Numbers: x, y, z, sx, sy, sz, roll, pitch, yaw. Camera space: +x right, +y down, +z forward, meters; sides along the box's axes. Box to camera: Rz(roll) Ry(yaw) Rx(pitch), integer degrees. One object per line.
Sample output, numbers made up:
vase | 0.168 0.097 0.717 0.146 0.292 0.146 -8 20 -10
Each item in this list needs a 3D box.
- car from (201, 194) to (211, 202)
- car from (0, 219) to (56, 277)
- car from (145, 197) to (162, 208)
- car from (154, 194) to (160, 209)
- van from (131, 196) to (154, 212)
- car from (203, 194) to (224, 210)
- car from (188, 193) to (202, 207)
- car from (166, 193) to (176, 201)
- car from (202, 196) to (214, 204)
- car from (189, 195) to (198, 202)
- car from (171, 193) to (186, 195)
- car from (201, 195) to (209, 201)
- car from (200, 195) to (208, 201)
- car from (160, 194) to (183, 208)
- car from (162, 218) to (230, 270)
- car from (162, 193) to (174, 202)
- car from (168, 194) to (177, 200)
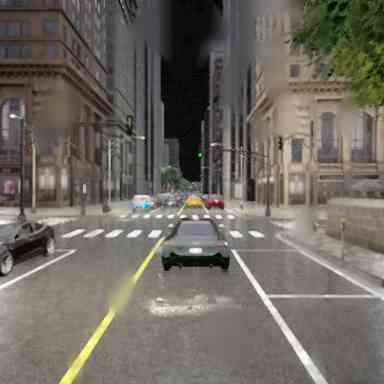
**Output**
car | 3.117 1.356 74.910 1.967 1.590 4.097 0 0 0
car | -5.714 1.544 10.200 1.947 1.339 4.313 0 0 0
car | -5.537 1.473 47.738 1.887 1.381 4.507 0 0 0
car | -5.563 1.372 42.298 1.967 1.590 4.097 0 0 0
van | -5.588 1.279 36.857 1.690 1.788 3.998 0 0 0
car | 2.963 1.249 42.266 2.192 1.841 5.009 0 0 0
car | 0.338 1.405 50.693 1.882 1.535 5.008 0 0 0
car | -5.357 1.223 85.827 2.192 1.841 5.009 0 0 0
car | 3.065 1.472 64.029 2.008 1.369 4.403 0 0 0
car | 0.367 1.391 77.851 1.882 1.535 5.008 0 0 0
car | -2.731 1.424 63.976 1.837 1.490 4.892 0 0 1
car | 3.142 1.495 80.351 1.802 1.307 4.206 0 0 0
car | 3.168 1.455 85.791 1.887 1.381 4.507 0 0 0
car | -2.860 1.420 46.879 2.128 1.511 4.902 0 0 1
car | 0.135 1.542 10.978 1.994 1.385 4.181 0 0 1
car | -5.409 1.229 74.945 2.192 1.841 5.009 0 0 0
car | -5.332 1.348 91.269 1.967 1.590 4.097 0 0 0
